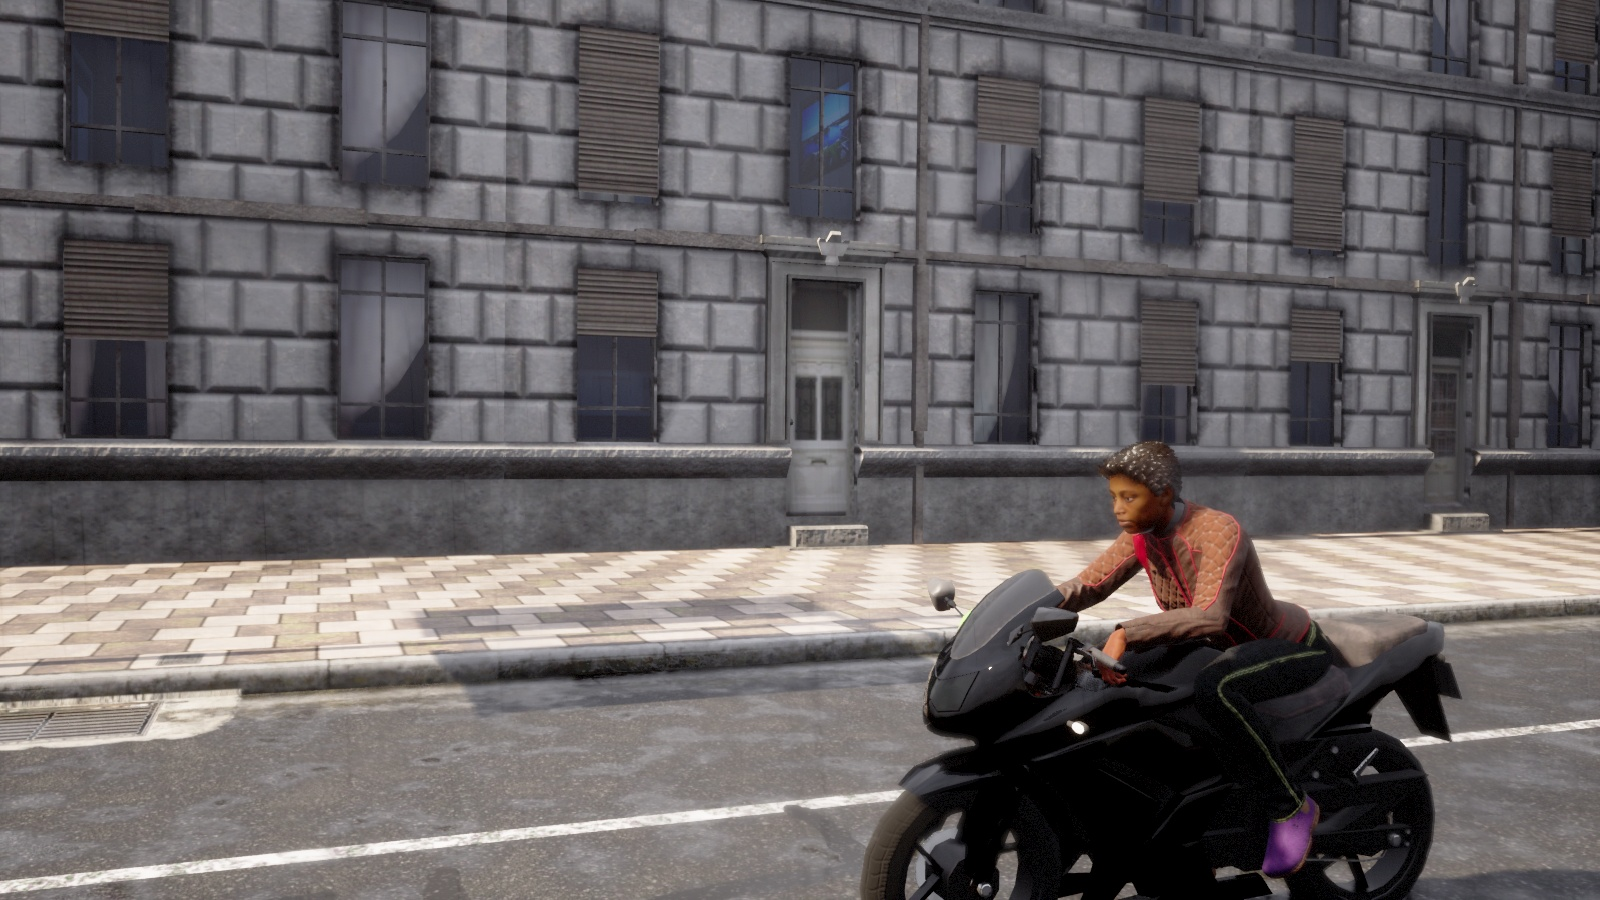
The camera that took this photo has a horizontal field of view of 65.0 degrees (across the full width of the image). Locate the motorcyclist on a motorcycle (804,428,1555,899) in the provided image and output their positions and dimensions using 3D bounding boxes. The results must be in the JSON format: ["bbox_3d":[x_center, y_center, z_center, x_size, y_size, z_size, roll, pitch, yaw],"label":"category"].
[{"bbox_3d":[1.116,0.708,3.691,2.044,1.523,0.797,-1,1,-21],"label":"motorcyclist on a motorcycle"}]
